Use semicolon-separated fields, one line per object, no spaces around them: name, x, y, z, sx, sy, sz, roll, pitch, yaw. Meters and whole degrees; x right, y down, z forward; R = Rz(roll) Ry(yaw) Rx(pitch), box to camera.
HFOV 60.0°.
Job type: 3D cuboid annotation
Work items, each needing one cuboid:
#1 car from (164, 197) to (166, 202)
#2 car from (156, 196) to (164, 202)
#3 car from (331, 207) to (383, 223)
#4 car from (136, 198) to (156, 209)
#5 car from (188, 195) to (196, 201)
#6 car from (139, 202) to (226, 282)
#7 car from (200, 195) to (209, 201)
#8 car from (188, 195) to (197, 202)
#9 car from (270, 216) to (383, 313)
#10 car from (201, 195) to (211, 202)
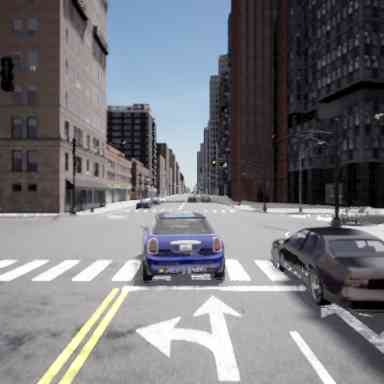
car;-6.494;1.612;70.476;1.812;1.442;4.674;0;0;0
car;-6.533;1.674;57.391;1.895;1.301;4.718;0;0;1
car;12.924;1.757;24.663;4.718;1.301;1.895;1;-1;-15
car;-6.563;1.660;46.204;1.895;1.301;4.718;0;0;0
car;0.008;1.547;86.657;1.882;1.535;5.008;0;0;0
car;-0.469;1.363;10.106;2.097;1.767;4.553;0;0;-9
car;3.258;1.594;86.658;2.128;1.511;4.902;0;0;0
car;0.007;1.568;76.238;1.882;1.535;5.008;0;0;0
car;3.352;1.557;7.963;2.033;1.411;5.357;0;0;0
car;3.257;1.616;76.238;2.128;1.511;4.902;0;0;0
